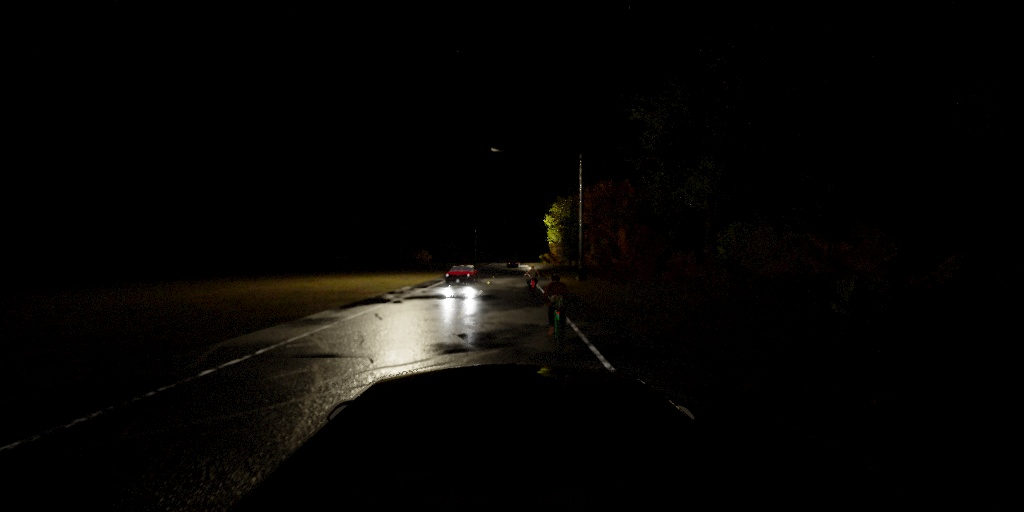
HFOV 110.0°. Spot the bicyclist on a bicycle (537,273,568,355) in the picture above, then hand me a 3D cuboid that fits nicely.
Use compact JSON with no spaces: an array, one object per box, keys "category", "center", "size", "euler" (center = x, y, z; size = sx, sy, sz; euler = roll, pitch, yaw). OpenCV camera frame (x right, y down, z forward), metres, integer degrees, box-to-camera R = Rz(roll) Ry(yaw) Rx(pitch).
[{"category":"bicyclist on a bicycle","center":[0.962,1.204,7.771],"size":[0.582,1.620,1.656],"euler":[0,0,0]}]

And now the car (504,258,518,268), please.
[{"category":"car","center":[0.094,1.306,61.749],"size":[2.033,1.411,5.357],"euler":[0,0,0]}]

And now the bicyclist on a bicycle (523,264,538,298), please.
[{"category":"bicyclist on a bicycle","center":[0.994,1.189,17.512],"size":[0.866,1.612,1.509],"euler":[0,0,0]}]

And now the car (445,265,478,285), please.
[{"category":"car","center":[-3.602,1.354,26.045],"size":[1.895,1.301,4.718],"euler":[0,0,0]}]
